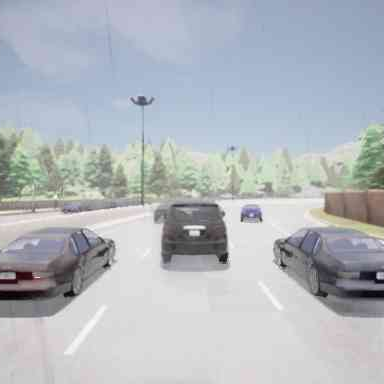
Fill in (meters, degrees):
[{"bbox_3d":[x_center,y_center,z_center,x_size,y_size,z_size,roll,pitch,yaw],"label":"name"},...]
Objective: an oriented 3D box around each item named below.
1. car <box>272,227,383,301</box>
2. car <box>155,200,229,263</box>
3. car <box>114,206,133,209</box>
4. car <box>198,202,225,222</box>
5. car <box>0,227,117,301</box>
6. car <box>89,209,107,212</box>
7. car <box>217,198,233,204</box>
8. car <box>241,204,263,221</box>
[{"bbox_3d":[3.576,1.616,8.686,2.033,1.411,5.357,0,0,0],"label":"car"},{"bbox_3d":[0.118,1.327,12.513,2.150,2.045,5.566,0,0,1],"label":"car"},{"bbox_3d":[-7.175,1.686,38.489,2.097,1.767,4.553,0,0,15],"label":"car"},{"bbox_3d":[1.886,1.728,30.225,1.882,1.535,5.008,0,0,11],"label":"car"},{"bbox_3d":[-3.425,1.627,8.710,2.033,1.411,5.357,0,0,0],"label":"car"},{"bbox_3d":[-10.326,1.862,40.289,1.837,1.490,4.892,0,-1,15],"label":"car"},{"bbox_3d":[7.667,2.096,77.105,1.994,1.385,4.181,0,-1,37],"label":"car"},{"bbox_3d":[5.331,1.766,29.686,1.812,1.442,4.674,0,-1,11],"label":"car"}]
